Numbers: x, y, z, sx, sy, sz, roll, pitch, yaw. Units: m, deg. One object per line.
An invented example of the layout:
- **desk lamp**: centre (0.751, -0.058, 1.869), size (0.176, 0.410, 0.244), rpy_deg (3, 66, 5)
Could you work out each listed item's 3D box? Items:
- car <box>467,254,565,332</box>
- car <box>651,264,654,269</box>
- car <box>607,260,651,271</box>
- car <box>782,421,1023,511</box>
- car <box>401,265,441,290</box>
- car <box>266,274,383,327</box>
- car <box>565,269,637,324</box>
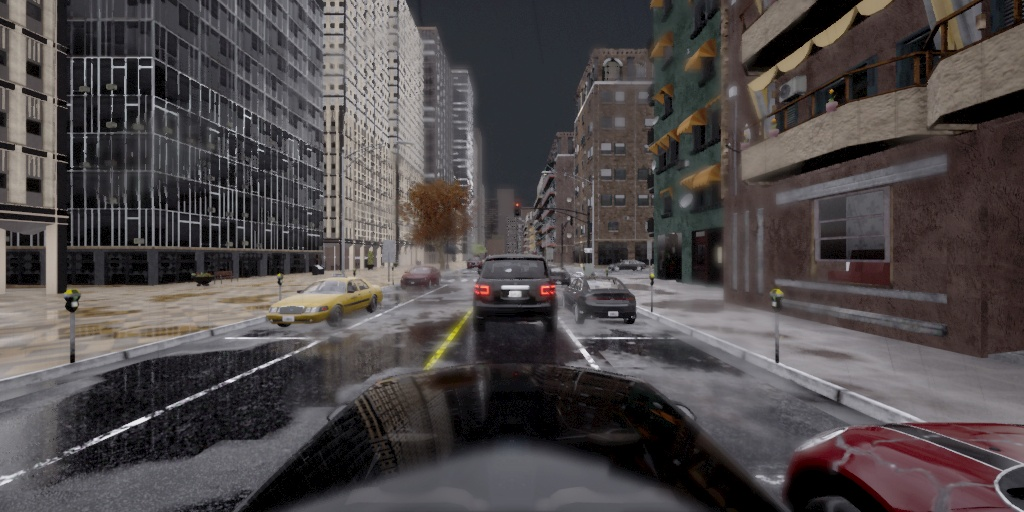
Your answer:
- **car**: centre (0.091, 0.972, 10.980), size (2.150, 2.045, 5.566), rpy_deg (0, 0, 0)
- **car**: centre (18.838, 1.006, 42.237), size (4.829, 1.417, 1.751), rpy_deg (0, 0, -1)
- **car**: centre (13.441, 1.109, 42.183), size (4.403, 1.370, 2.007), rpy_deg (0, 0, -1)
- **car**: centre (2.687, 1.190, 0.638), size (1.967, 1.591, 4.097), rpy_deg (0, 0, 0)
- **car**: centre (-5.688, 1.299, 22.771), size (1.888, 1.381, 4.507), rpy_deg (0, 0, 0)
- **car**: centre (-5.690, 1.276, 11.536), size (1.751, 1.417, 4.829), rpy_deg (0, 0, 0)
- **car**: centre (2.690, 1.301, 11.703), size (2.007, 1.370, 4.403), rpy_deg (0, 0, 0)
